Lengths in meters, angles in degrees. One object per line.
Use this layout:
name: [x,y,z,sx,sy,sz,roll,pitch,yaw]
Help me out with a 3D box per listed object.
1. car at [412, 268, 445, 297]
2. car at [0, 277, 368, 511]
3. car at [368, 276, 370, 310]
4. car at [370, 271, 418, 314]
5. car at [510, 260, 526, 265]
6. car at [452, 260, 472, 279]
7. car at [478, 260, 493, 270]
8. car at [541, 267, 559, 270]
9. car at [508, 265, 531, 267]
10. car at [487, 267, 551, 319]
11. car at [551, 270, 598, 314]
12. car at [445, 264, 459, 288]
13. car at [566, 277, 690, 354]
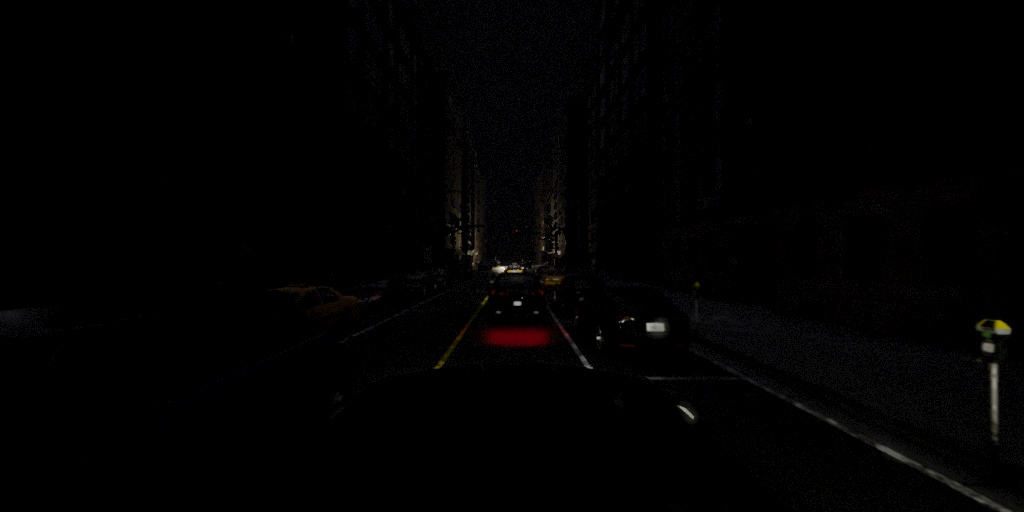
car: [-5.269,1.445,19.623,2.007,1.370,4.403,0,0,0]
car: [-2.856,1.104,2.096,2.097,1.767,4.553,0,0,0]
car: [-5.348,1.332,8.627,1.751,1.417,4.829,0,0,0]
car: [-5.308,1.433,14.210,1.802,1.307,4.207,0,0,0]
car: [0.240,1.483,36.375,1.801,1.575,5.366,0,0,1]
car: [-5.152,1.335,35.860,2.192,1.841,5.009,0,0,0]
car: [-4.963,1.774,62.322,2.007,1.370,4.403,0,0,0]
car: [2.796,1.464,25.139,1.751,1.417,4.829,0,0,0]
car: [0.264,1.544,25.682,1.895,1.301,4.718,0,0,1]
car: [0.175,1.324,13.306,1.882,1.535,5.008,0,-1,0]
car: [2.717,1.420,14.143,1.948,1.339,4.313,0,0,0]
car: [-5.230,1.487,25.035,2.007,1.370,4.403,0,0,0]
car: [2.678,1.375,8.730,1.948,1.339,4.313,0,0,0]
